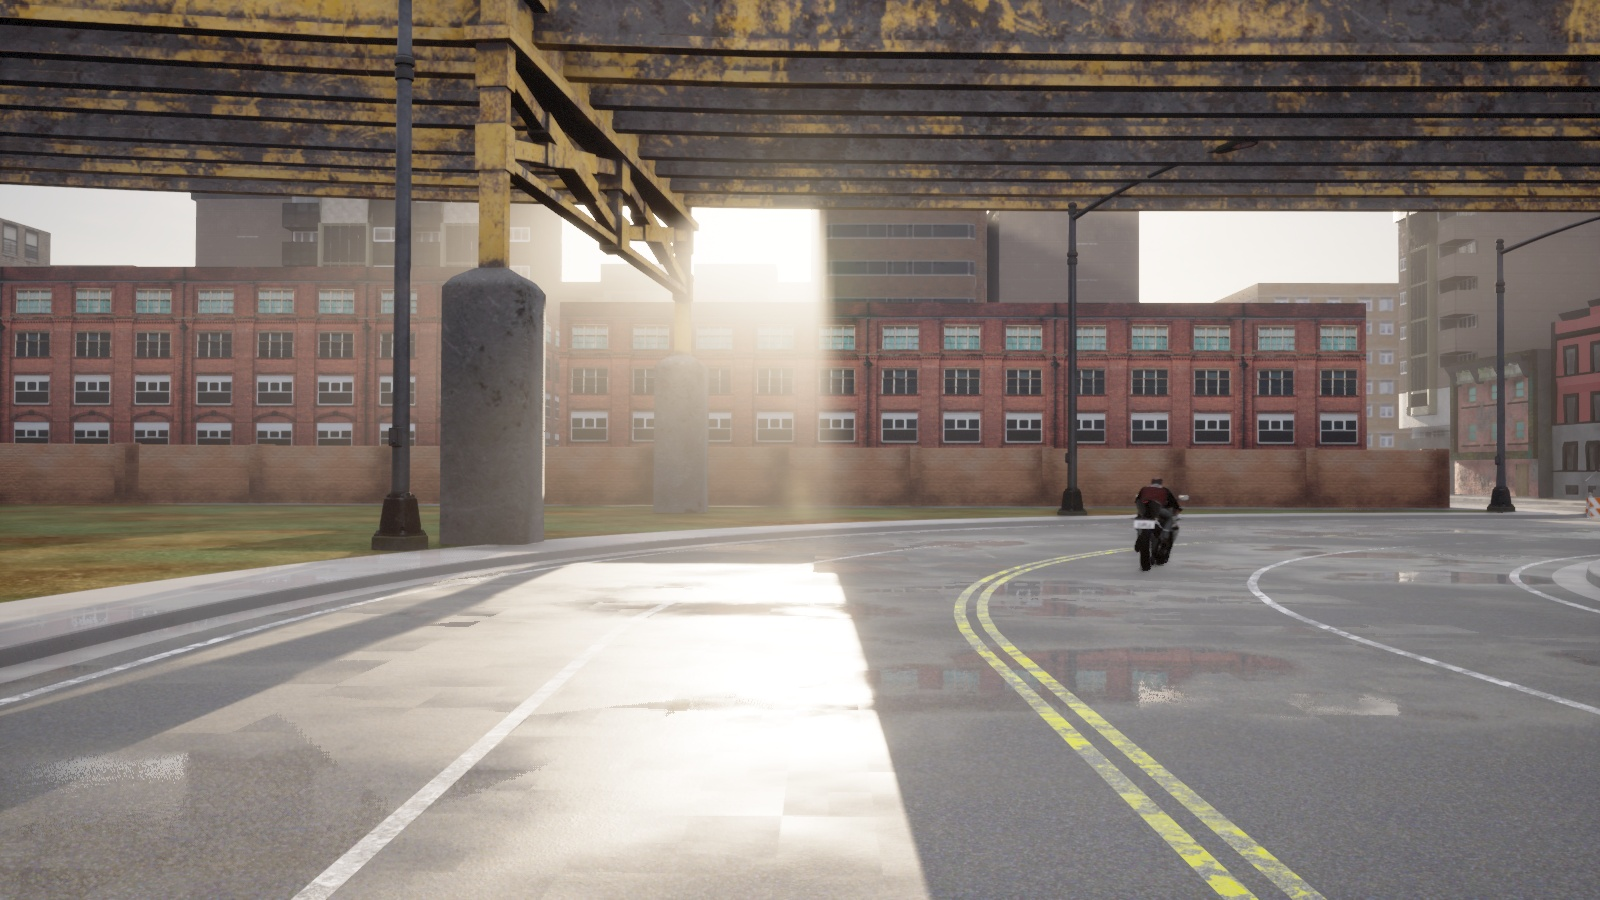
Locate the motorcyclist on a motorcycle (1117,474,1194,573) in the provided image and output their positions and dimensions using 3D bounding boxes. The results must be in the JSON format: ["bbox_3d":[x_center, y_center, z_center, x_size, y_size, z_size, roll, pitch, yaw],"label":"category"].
[{"bbox_3d":[5.944,1.177,20.917,0.866,1.530,2.191,0,-1,25],"label":"motorcyclist on a motorcycle"}]
